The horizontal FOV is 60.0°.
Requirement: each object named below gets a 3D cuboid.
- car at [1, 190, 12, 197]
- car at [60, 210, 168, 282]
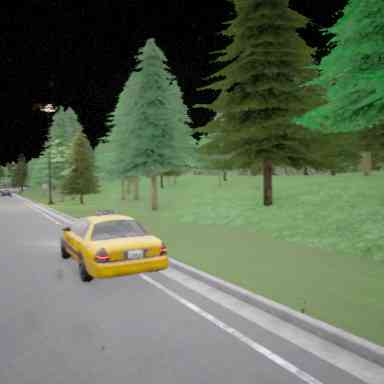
[{"bbox_3d":[-42.673,0.288,76.731,2.097,1.767,4.553,-2,1,-30],"label":"car"},{"bbox_3d":[-2.482,1.278,9.332,1.801,1.575,5.366,-2,1,-30],"label":"car"}]
